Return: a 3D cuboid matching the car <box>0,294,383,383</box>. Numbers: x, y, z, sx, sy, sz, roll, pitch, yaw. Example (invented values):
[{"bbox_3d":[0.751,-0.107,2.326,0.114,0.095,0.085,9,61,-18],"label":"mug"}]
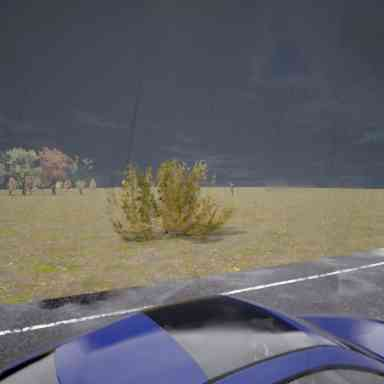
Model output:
[{"bbox_3d":[0.397,1.526,2.271,4.674,1.442,1.812,0,0,-29],"label":"car"}]
